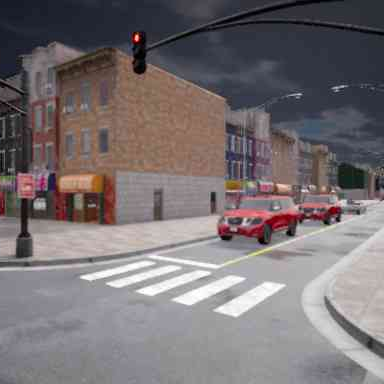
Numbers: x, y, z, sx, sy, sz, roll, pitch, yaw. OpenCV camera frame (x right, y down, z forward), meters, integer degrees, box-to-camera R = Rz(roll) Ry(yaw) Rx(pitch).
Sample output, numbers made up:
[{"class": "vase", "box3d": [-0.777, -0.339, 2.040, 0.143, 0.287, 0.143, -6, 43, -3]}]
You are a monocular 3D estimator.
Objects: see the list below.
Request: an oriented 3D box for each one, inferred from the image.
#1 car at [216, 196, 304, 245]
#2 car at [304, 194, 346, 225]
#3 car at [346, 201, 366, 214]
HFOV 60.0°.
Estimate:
[{"class": "car", "box3d": [3.344, 1.208, 16.093, 2.150, 2.045, 5.566, 0, 0, 36]}, {"class": "car", "box3d": [9.378, 1.200, 24.474, 2.150, 2.045, 5.566, 0, 0, 36]}, {"class": "car", "box3d": [16.821, 1.572, 34.769, 1.895, 1.301, 4.718, 0, 0, 36]}]
